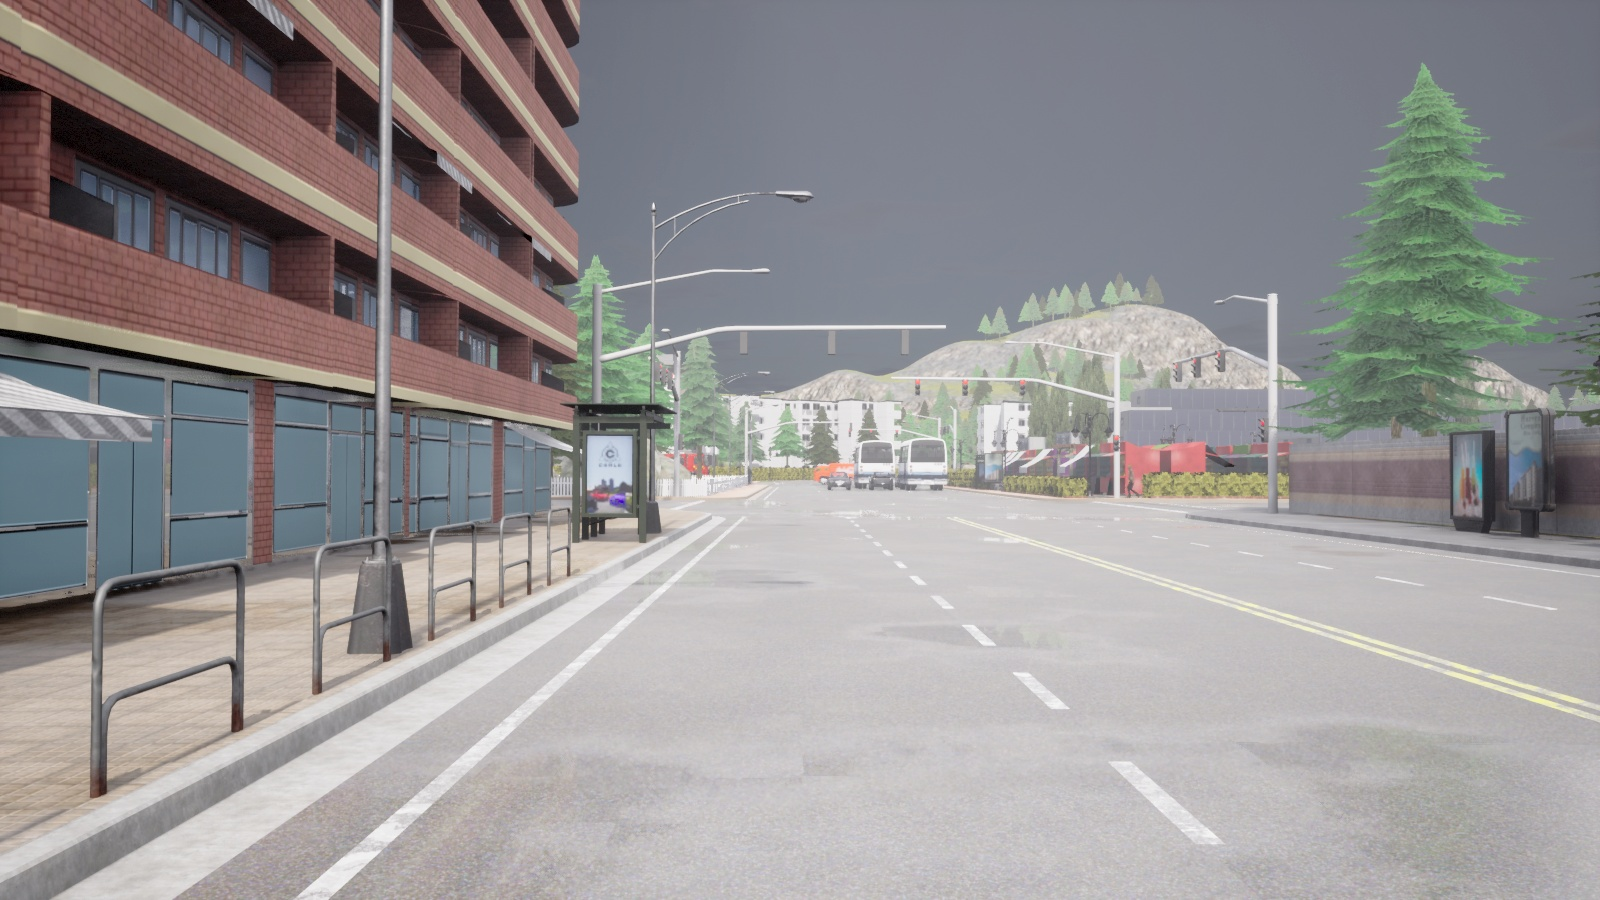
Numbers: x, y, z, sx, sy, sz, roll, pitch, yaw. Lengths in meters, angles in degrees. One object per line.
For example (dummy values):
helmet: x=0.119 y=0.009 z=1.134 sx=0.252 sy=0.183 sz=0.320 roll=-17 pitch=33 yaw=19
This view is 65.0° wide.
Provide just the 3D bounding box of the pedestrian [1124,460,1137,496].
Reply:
pedestrian: x=17.137 y=1.435 z=65.115 sx=0.634 sy=1.846 sz=0.331 roll=0 pitch=-1 yaw=15
